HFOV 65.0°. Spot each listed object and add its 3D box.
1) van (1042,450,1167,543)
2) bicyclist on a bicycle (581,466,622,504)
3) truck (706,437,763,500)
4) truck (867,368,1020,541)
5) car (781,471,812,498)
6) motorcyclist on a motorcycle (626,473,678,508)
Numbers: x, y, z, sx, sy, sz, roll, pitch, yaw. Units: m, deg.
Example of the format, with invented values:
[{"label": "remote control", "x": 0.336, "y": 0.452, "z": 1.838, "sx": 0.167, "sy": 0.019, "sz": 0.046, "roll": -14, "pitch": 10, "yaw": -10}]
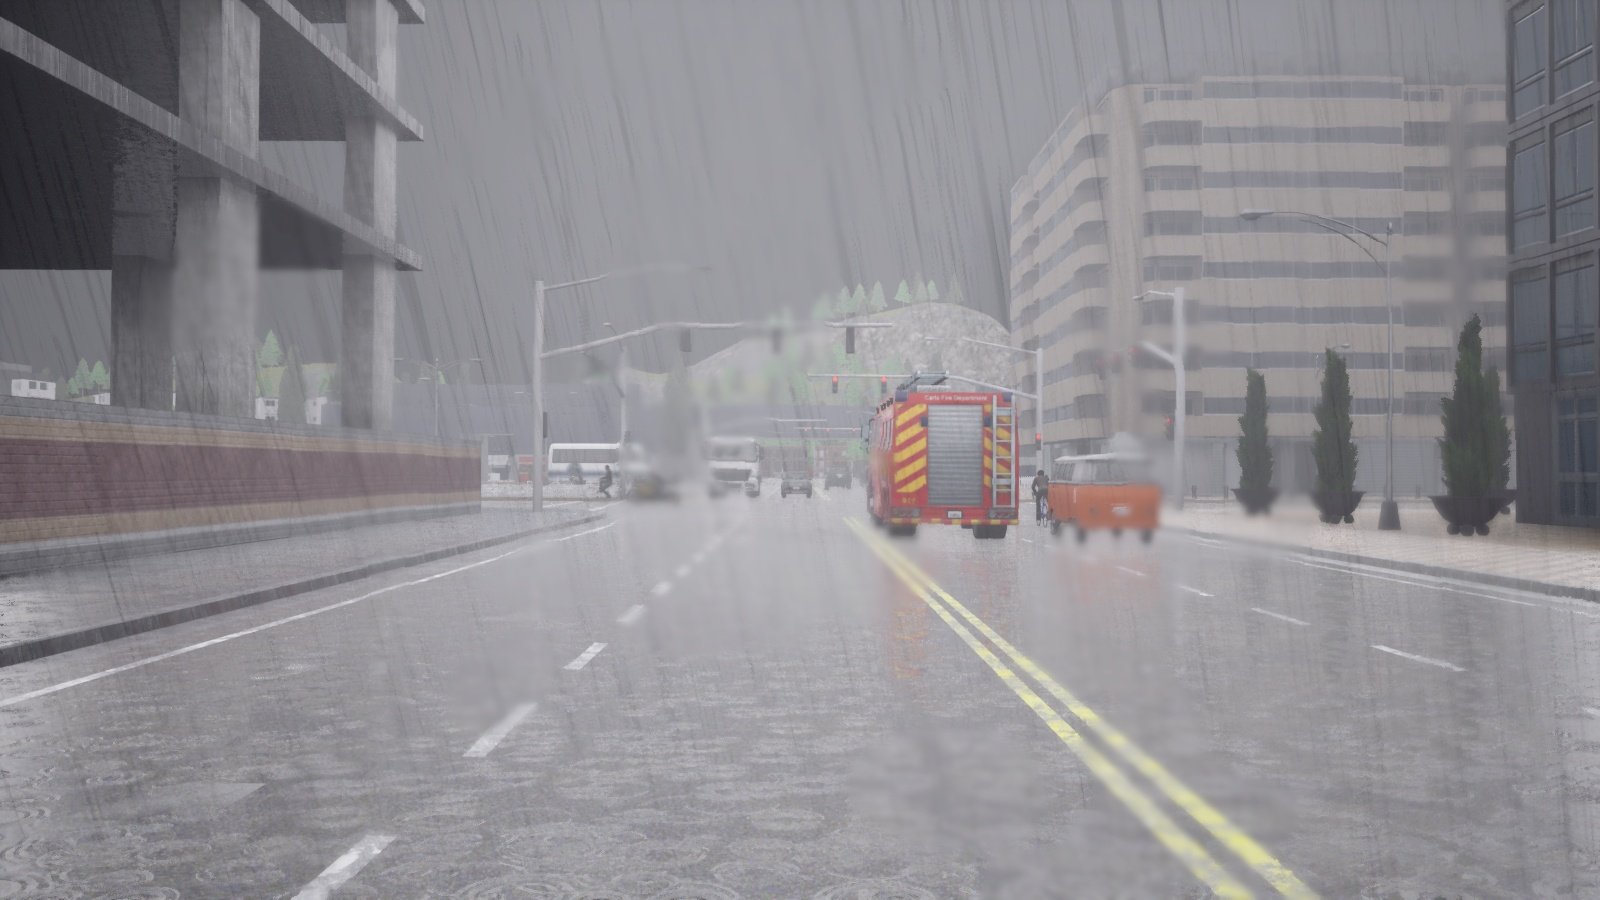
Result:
[{"label": "van", "x": 6.924, "y": 1.025, "z": 29.000, "sx": 1.775, "sy": 1.987, "sz": 4.442, "roll": 0, "pitch": -1, "yaw": 0}, {"label": "bicyclist on a bicycle", "x": -9.301, "y": 1.653, "z": 58.891, "sx": 1.843, "sy": 1.776, "sz": 0.659, "roll": 0, "pitch": -1, "yaw": -1}, {"label": "truck", "x": -3.691, "y": 1.064, "z": 72.659, "sx": 2.891, "sy": 3.462, "sz": 7.936, "roll": 0, "pitch": -1, "yaw": 0}, {"label": "truck", "x": 3.412, "y": 0.173, "z": 32.061, "sx": 2.891, "sy": 3.827, "sz": 8.468, "roll": 0, "pitch": -1, "yaw": 0}, {"label": "car", "x": -0.190, "y": 2.029, "z": 73.717, "sx": 1.789, "sy": 1.549, "sz": 3.705, "roll": 0, "pitch": -1, "yaw": 0}, {"label": "motorcyclist on a motorcycle", "x": -6.514, "y": 1.772, "z": 55.420, "sx": 2.191, "sy": 1.530, "sz": 0.866, "roll": 0, "pitch": -1, "yaw": -1}]
